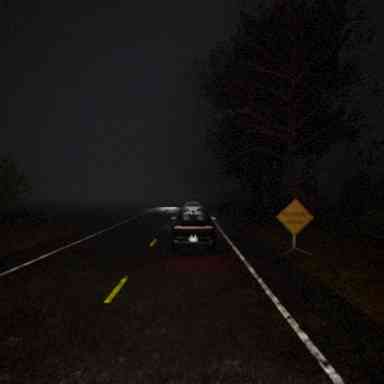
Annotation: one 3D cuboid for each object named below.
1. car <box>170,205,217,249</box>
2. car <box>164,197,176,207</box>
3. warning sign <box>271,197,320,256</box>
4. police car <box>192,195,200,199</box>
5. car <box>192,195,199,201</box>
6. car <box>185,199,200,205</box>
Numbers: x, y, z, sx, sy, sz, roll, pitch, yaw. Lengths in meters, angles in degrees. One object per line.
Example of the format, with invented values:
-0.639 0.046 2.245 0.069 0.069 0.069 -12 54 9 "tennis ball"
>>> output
0.064 1.543 14.714 2.128 1.511 4.902 0 0 0 "car"
-3.592 1.636 54.666 2.128 1.511 4.902 0 0 0 "car"
3.567 1.157 11.572 1.300 1.860 1.060 1 1 0 "warning sign"
1.006 1.592 81.723 1.930 1.638 5.238 0 0 0 "police car"
1.000 1.671 91.614 1.837 1.490 4.892 0 0 0 "car"
0.061 1.627 30.689 1.812 1.442 4.674 0 0 0 "car"
